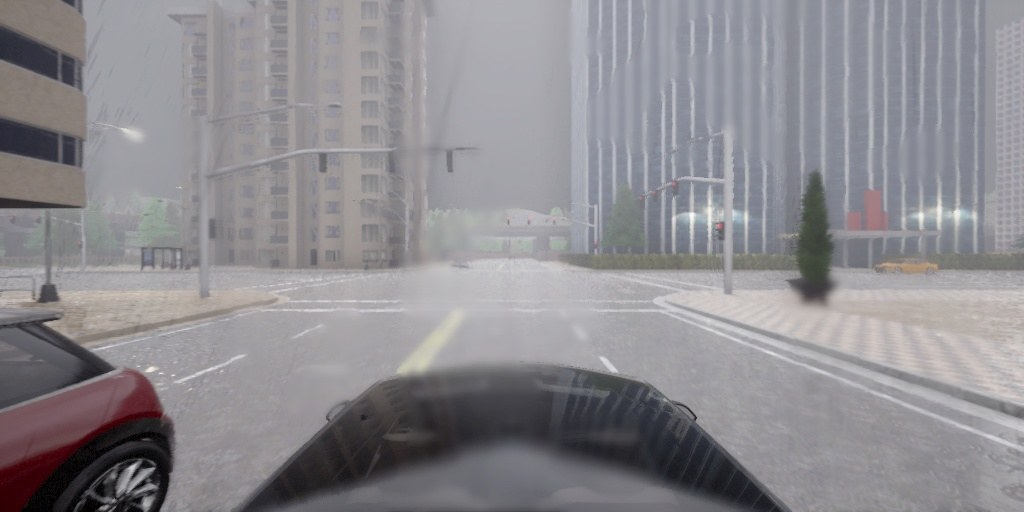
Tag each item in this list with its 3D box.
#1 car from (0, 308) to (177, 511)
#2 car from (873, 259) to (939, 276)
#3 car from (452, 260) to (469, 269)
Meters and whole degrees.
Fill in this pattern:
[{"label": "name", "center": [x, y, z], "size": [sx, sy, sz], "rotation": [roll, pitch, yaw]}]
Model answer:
[{"label": "car", "center": [-3.585, 1.107, 0.723], "size": [2.097, 1.767, 4.553], "rotation": [0, 0, 0]}, {"label": "car", "center": [37.819, 1.065, 34.504], "size": [5.008, 1.535, 1.882], "rotation": [0, 0, 0]}, {"label": "car", "center": [-6.999, 1.132, 48.839], "size": [1.895, 1.301, 4.718], "rotation": [0, 0, 0]}]
